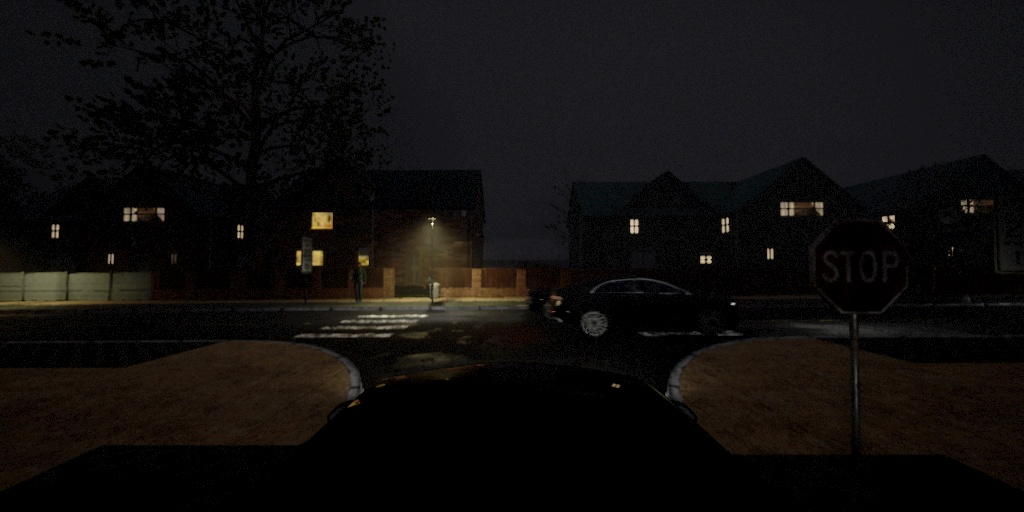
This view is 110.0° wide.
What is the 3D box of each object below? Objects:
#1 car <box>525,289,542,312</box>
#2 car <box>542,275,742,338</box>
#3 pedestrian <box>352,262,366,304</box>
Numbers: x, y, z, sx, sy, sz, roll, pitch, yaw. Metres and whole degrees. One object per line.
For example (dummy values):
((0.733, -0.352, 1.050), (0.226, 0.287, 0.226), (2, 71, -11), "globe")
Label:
((2.828, 1.438, 12.618), (4.718, 1.301, 1.895), (-1, -2, 1), "car")
((3.420, 1.255, 9.657), (4.902, 1.511, 2.128), (-1, -1, 1), "car")
((-6.713, 1.151, 15.663), (0.375, 1.860, 0.375), (0, -1, 1), "pedestrian")
